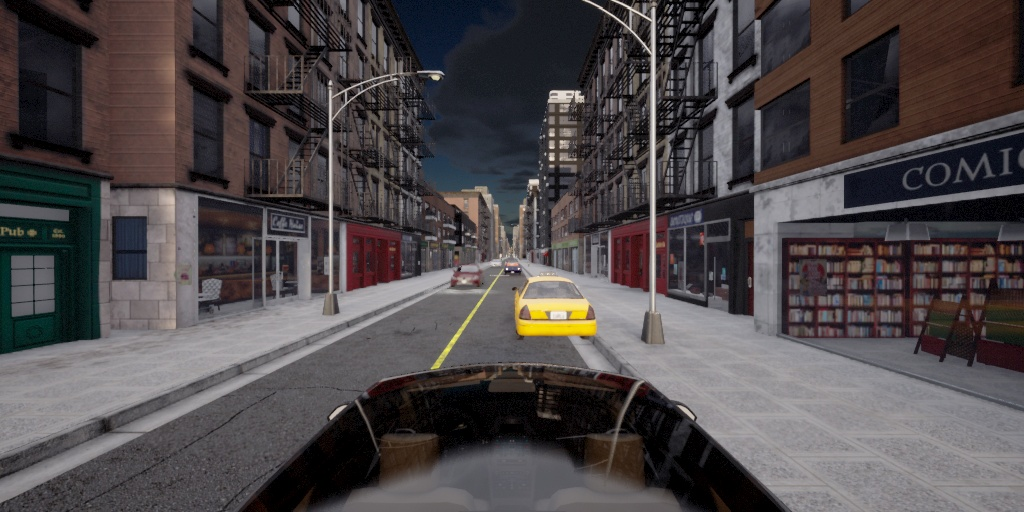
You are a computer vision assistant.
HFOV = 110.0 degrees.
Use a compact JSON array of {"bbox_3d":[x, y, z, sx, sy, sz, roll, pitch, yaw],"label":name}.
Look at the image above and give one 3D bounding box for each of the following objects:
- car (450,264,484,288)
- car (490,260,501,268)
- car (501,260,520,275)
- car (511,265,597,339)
[{"bbox_3d":[-2.842,1.281,23.657,1.812,1.442,4.674,0,0,0],"label":"car"},{"bbox_3d":[-2.729,1.328,61.175,1.812,1.442,4.674,0,0,0],"label":"car"},{"bbox_3d":[0.089,1.373,39.079,1.895,1.301,4.718,0,0,0],"label":"car"},{"bbox_3d":[0.965,1.206,9.991,1.801,1.575,5.366,0,0,0],"label":"car"}]
